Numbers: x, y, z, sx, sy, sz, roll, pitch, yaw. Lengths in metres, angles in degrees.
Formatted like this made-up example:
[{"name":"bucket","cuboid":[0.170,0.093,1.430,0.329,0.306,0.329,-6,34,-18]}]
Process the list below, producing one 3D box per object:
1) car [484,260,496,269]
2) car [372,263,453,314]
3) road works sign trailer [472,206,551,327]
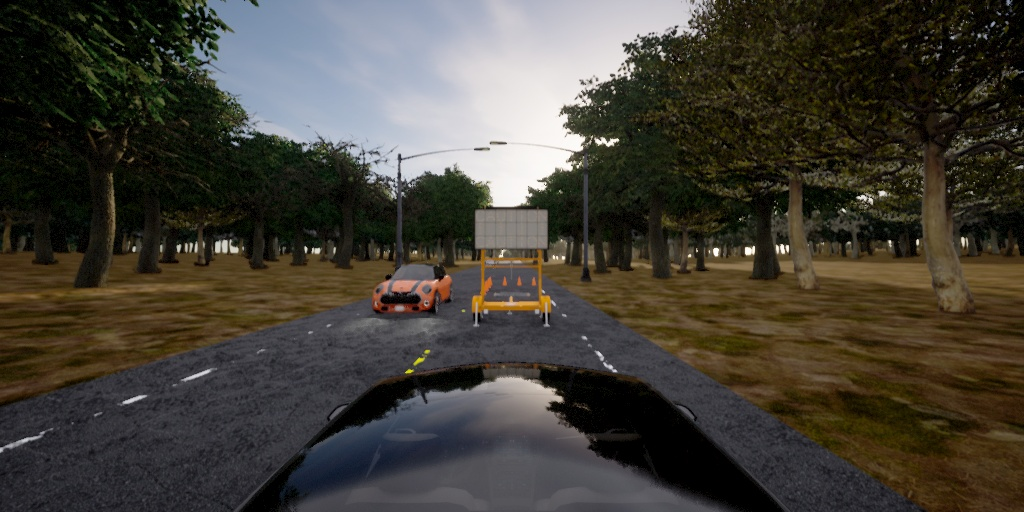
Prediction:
[{"name":"car","cuboid":[-3.587,1.287,56.556,1.812,1.442,4.674,0,0,0]},{"name":"car","cuboid":[-3.601,1.099,13.753,2.097,1.767,4.553,0,0,0]},{"name":"road works sign trailer","cuboid":[-0.017,0.212,11.566,2.380,3.560,2.880,0,0,0]}]
